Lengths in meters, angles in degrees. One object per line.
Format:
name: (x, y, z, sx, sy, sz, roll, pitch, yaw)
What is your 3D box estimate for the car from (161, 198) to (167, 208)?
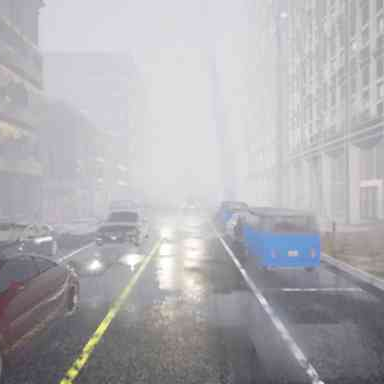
car: (-5.828, 1.946, 55.813, 1.947, 1.339, 4.313, 0, 0, 0)

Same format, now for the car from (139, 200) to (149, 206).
car: (-5.770, 1.809, 33.219, 1.802, 1.307, 4.206, 0, 0, 0)

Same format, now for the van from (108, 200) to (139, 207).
van: (-5.756, 1.531, 27.572, 1.690, 1.788, 3.998, 0, 0, 0)

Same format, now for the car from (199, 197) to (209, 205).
car: (2.522, 2.020, 67.131, 1.802, 1.307, 4.206, 0, 0, 0)

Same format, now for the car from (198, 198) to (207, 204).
car: (2.493, 2.087, 78.428, 1.947, 1.339, 4.313, 0, 0, 0)

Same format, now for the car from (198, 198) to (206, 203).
car: (2.478, 2.145, 84.077, 1.802, 1.307, 4.206, 0, 0, 0)

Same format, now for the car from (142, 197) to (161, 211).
car: (-5.800, 1.618, 44.518, 2.192, 1.841, 5.009, 0, 0, 0)

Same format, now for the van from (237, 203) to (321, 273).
van: (2.669, 1.402, 10.648, 1.690, 1.788, 3.998, 0, 0, 0)

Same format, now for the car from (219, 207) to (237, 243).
car: (2.655, 1.647, 16.296, 2.008, 1.369, 4.403, 0, 0, 0)

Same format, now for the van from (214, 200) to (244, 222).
van: (2.640, 1.474, 21.945, 1.690, 1.788, 3.998, 0, 0, 0)

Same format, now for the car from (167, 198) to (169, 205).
car: (-5.843, 1.970, 61.461, 2.008, 1.369, 4.403, 0, 0, 0)

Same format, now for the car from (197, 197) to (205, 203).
car: (2.463, 2.045, 89.726, 1.967, 1.590, 4.097, 0, 0, 0)

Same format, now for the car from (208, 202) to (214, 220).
car: (2.625, 1.735, 27.592, 1.947, 1.339, 4.313, 0, 0, 0)

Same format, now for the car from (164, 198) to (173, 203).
car: (-5.902, 2.128, 84.056, 1.887, 1.381, 4.507, 0, 0, 0)

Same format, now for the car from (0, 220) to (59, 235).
car: (-5.711, 1.632, 10.626, 2.008, 1.369, 4.403, 0, 0, 0)

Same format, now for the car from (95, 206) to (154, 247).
car: (-3.122, 1.612, 15.701, 1.837, 1.490, 4.892, 0, -1, 0)

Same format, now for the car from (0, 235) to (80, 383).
car: (-3.107, 1.602, 4.666, 1.994, 1.385, 4.181, 0, 0, 0)

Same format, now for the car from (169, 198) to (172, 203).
car: (-5.872, 2.024, 72.588, 1.752, 1.417, 4.829, 0, 0, 0)

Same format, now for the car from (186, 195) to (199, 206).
car: (-0.162, 1.922, 64.831, 2.128, 1.511, 4.902, 0, 0, 0)
